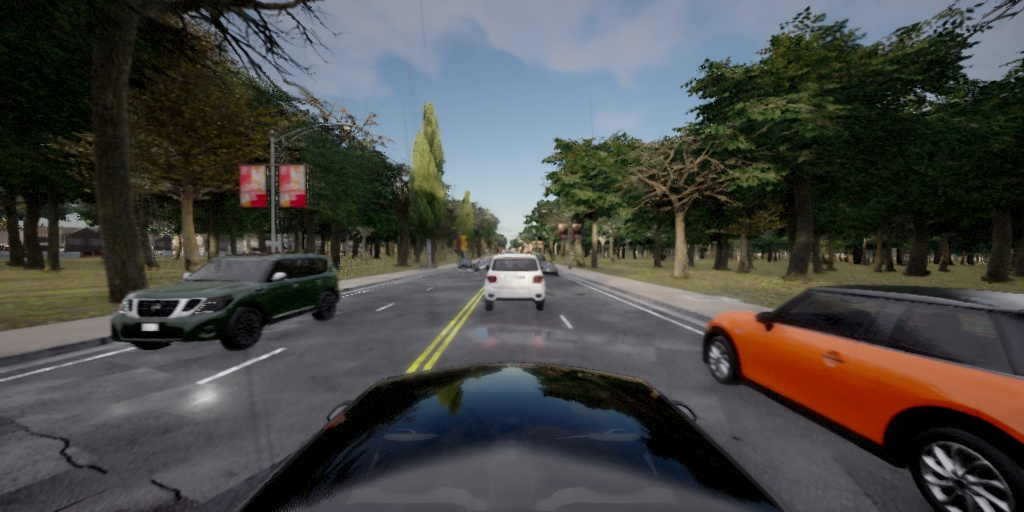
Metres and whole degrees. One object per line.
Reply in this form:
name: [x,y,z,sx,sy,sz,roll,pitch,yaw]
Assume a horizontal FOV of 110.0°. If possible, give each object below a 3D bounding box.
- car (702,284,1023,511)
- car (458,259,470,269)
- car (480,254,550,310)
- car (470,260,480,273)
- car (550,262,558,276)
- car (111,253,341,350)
car: [4.224,1.098,4.161,2.097,1.767,4.553,0,0,0]
car: [-6.546,1.192,51.920,1.994,1.385,4.181,0,0,0]
car: [0.107,0.938,14.656,2.150,2.045,5.566,0,0,0]
car: [-3.316,1.143,42.193,2.128,1.511,4.902,0,0,0]
car: [3.347,1.234,34.970,1.994,1.385,4.181,0,0,0]
car: [-6.610,0.947,9.338,2.150,2.045,5.566,0,0,0]
